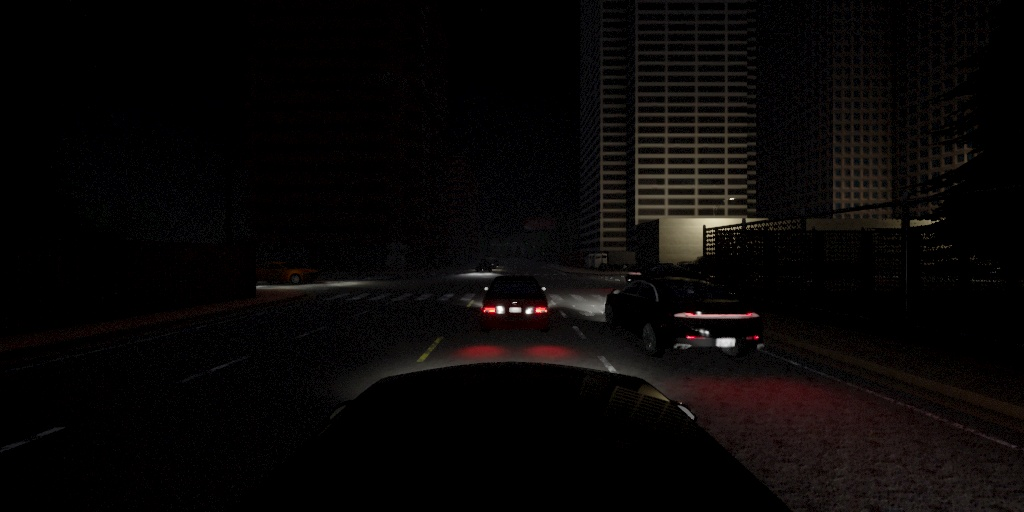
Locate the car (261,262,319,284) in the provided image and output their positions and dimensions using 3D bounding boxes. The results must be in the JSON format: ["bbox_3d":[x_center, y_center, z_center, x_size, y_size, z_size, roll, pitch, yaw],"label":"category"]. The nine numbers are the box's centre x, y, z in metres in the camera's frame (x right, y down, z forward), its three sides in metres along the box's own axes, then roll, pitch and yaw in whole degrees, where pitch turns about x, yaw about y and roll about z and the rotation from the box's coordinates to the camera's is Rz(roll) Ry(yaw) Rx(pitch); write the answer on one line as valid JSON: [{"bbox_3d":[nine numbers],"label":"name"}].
[{"bbox_3d":[-16.461,1.172,25.545,5.008,1.535,1.882,0,0,1],"label":"car"}]

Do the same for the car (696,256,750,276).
[{"bbox_3d":[16.274,0.917,29.212,5.566,2.045,2.150,0,0,0],"label":"car"}]

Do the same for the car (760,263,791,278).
[{"bbox_3d":[25.382,1.172,32.718,5.008,1.535,1.882,0,0,0],"label":"car"}]

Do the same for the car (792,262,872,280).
[{"bbox_3d":[26.261,1.172,29.219,5.008,1.535,1.882,0,0,0],"label":"car"}]

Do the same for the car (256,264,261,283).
[{"bbox_3d":[-18.706,1.047,22.199,4.553,1.767,2.097,0,0,3],"label":"car"}]

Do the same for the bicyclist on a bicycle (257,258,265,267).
[{"bbox_3d":[-26.482,0.995,37.788,0.582,1.620,1.656,0,0,10],"label":"bicyclist on a bicycle"}]

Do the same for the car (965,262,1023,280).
[{"bbox_3d":[40.697,1.199,29.219,4.892,1.490,1.837,0,0,0],"label":"car"}]

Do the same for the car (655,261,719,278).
[{"bbox_3d":[15.892,1.199,32.713,4.892,1.490,1.837,0,0,0],"label":"car"}]

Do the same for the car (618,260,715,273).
[{"bbox_3d":[9.424,1.207,22.002,4.902,1.511,2.128,-1,-1,-13],"label":"car"}]

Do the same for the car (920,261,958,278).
[{"bbox_3d":[39.873,1.199,32.720,4.892,1.490,1.837,0,0,0],"label":"car"}]

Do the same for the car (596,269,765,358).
[{"bbox_3d":[3.609,1.241,8.469,2.128,1.511,4.902,0,0,0],"label":"car"}]

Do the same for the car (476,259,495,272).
[{"bbox_3d":[-3.517,1.351,45.523,1.895,1.301,4.718,0,0,0],"label":"car"}]

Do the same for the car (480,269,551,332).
[{"bbox_3d":[0.090,1.297,10.824,2.033,1.411,5.357,0,0,0],"label":"car"}]

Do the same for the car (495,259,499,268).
[{"bbox_3d":[-3.523,1.228,56.008,1.882,1.535,5.008,0,0,0],"label":"car"}]
